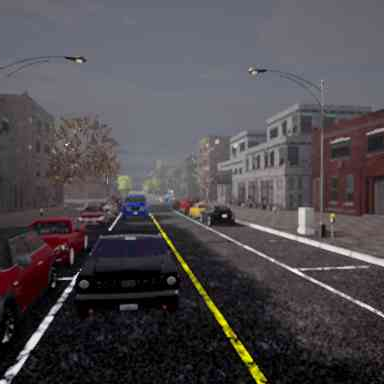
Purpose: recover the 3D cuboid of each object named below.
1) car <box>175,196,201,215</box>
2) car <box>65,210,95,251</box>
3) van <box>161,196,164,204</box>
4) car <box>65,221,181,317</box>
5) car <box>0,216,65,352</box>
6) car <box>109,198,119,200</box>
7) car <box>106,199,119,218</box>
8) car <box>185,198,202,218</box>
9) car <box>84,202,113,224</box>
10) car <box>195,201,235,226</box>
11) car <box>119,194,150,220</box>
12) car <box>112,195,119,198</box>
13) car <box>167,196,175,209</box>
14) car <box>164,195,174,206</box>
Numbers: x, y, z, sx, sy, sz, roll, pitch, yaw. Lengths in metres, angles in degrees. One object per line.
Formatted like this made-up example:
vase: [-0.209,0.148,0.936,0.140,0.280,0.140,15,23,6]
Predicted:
car: [-0.080,1.348,34.518,2.192,1.841,5.009,0,0,-10]
car: [-4.648,1.548,11.237,1.887,1.381,4.507,0,0,-10]
van: [-3.773,1.388,56.401,1.690,1.788,3.998,0,0,-10]
car: [-1.421,1.606,7.705,1.895,1.301,4.718,0,0,-10]
car: [-3.725,1.439,5.766,1.967,1.590,4.097,0,0,-10]
car: [-8.341,1.599,33.121,1.802,1.307,4.206,0,0,-10]
car: [-7.418,1.564,27.650,2.008,1.369,4.403,0,0,-10]
car: [0.818,1.555,29.214,1.752,1.417,4.829,0,0,-10]
car: [-6.494,1.592,22.179,1.802,1.307,4.206,0,0,-10]
car: [1.769,1.592,23.576,1.947,1.339,4.313,0,0,-10]
car: [-4.827,1.234,28.485,2.150,2.045,5.566,0,1,-10]
car: [-11.113,1.342,49.534,2.192,1.841,5.009,0,0,-10]
car: [-1.924,1.622,45.460,1.802,1.307,4.206,0,0,-10]
car: [-2.876,1.569,51.098,1.752,1.417,4.829,0,0,-10]
